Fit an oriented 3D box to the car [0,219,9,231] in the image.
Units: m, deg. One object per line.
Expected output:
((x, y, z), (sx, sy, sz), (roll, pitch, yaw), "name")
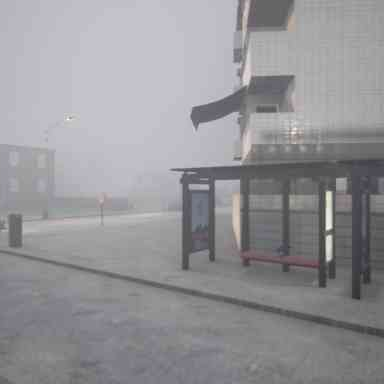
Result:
((-11.880, 1.548, 15.904), (2.033, 1.411, 5.357), (0, 0, 36), "car")

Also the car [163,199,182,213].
((-1.257, 1.492, 37.823), (2.128, 1.511, 4.902), (0, 0, 36), "car")
